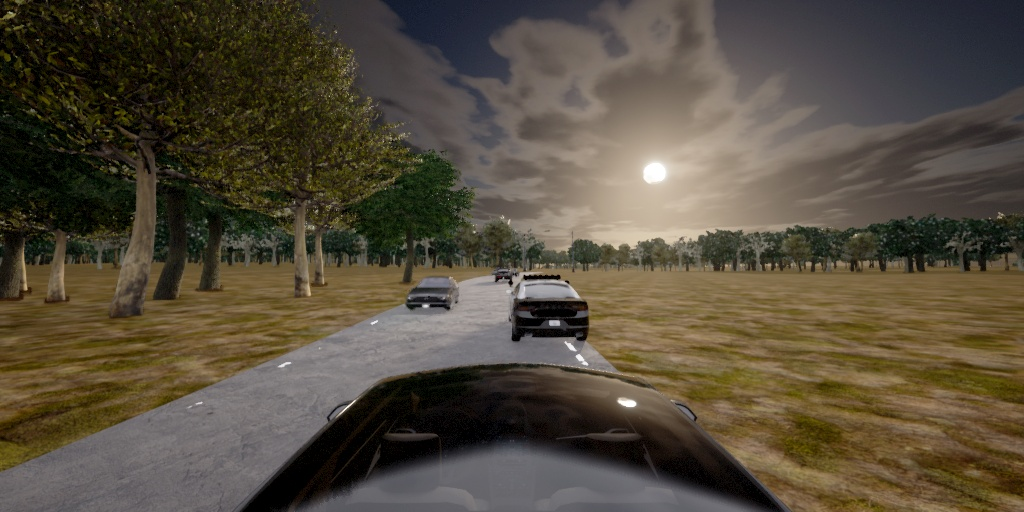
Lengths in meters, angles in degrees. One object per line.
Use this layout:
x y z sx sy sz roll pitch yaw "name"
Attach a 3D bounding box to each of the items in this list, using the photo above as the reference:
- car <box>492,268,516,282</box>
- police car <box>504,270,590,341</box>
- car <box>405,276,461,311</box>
-0.846 2.102 40.161 1.837 1.490 4.892 -1 -1 1 "car"
0.865 1.368 10.662 1.930 1.638 5.238 0 -1 -2 "police car"
-3.533 1.672 16.980 2.033 1.411 5.357 0 -1 -2 "car"
